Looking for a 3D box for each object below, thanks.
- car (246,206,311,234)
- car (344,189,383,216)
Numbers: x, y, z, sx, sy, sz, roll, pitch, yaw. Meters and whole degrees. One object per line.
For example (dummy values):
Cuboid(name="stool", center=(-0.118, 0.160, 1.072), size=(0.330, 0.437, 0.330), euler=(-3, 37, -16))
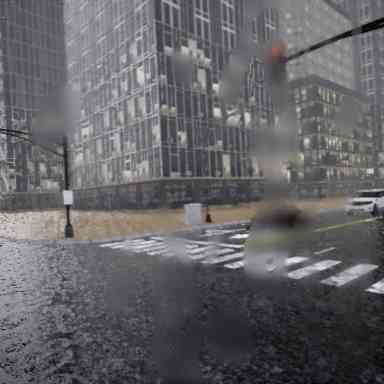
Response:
Cuboid(name="car", center=(4.926, 1.511, 18.786), size=(4.181, 1.385, 1.994), euler=(-2, -1, -42))
Cuboid(name="car", center=(14.765, 0.813, 27.642), size=(5.566, 2.045, 2.150), euler=(-2, -1, -42))
